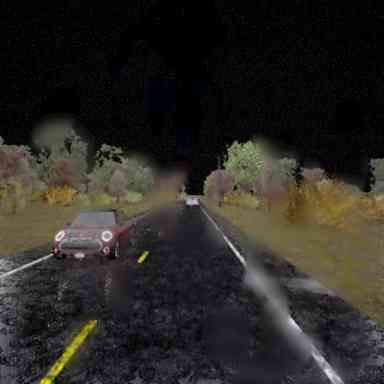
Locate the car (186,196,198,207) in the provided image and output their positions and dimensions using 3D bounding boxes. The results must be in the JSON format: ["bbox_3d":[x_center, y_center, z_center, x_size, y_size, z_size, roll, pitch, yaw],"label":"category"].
[{"bbox_3d":[0.035,1.814,63.618,2.150,2.045,5.566,0,0,0],"label":"car"}]

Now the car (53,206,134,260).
[{"bbox_3d":[-3.610,1.469,12.940,2.097,1.767,4.553,0,-1,0],"label":"car"}]

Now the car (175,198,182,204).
[{"bbox_3d":[-3.592,2.414,90.670,2.033,1.411,5.357,0,-1,0],"label":"car"}]

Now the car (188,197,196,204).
[{"bbox_3d":[-0.090,2.188,87.117,2.097,1.767,4.553,0,-1,0],"label":"car"}]
